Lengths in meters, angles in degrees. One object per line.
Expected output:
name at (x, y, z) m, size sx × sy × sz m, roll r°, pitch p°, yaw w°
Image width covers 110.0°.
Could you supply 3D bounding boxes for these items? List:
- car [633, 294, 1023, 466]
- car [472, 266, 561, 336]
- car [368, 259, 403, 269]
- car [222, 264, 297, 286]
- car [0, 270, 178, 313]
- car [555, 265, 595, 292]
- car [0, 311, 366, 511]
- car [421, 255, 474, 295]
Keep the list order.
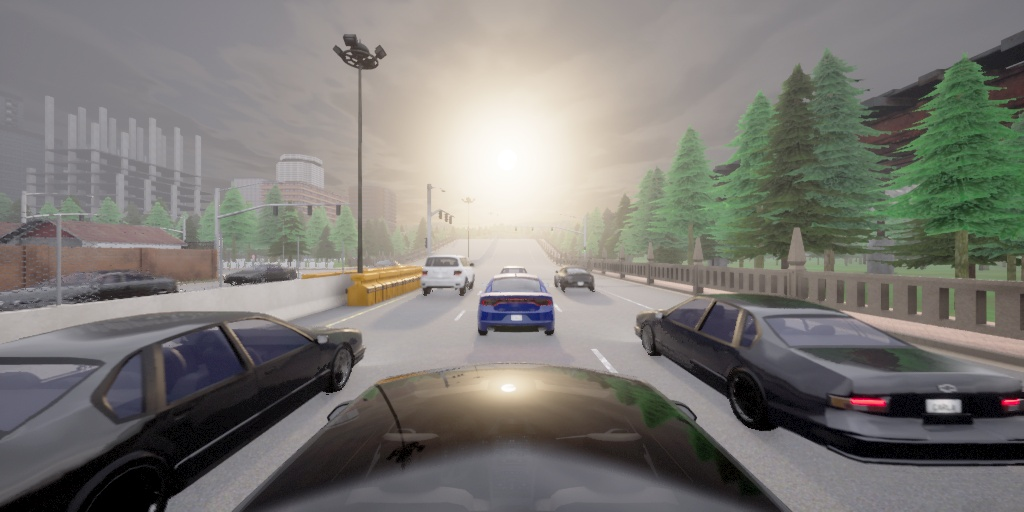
car at (3.600, 1.298, 5.498) m, size 2.033 × 1.411 × 5.357 m, roll 0°, pitch 0°, yaw 0°
car at (0.101, 1.228, 10.483) m, size 1.882 × 1.535 × 5.008 m, roll 0°, pitch 0°, yaw 0°
car at (-10.485, 0.992, 29.969) m, size 1.812 × 1.442 × 4.674 m, roll 0°, pitch 0°, yaw 0°
car at (-17.511, 1.297, 25.266) m, size 2.033 × 1.411 × 5.357 m, roll 0°, pitch 0°, yaw 0°
car at (-14.091, 1.241, 12.048) m, size 2.128 × 1.511 × 4.902 m, roll 0°, pitch 0°, yaw 0°
car at (3.607, 1.275, 21.143) m, size 1.812 × 1.442 × 4.674 m, roll 0°, pitch 0°, yaw 0°
car at (-3.399, 1.298, 3.644) m, size 2.033 × 1.411 × 5.357 m, roll 0°, pitch 0°, yaw 0°
car at (-3.396, 0.971, 19.764) m, size 2.150 × 2.045 × 5.566 m, roll 0°, pitch 0°, yaw 0°
